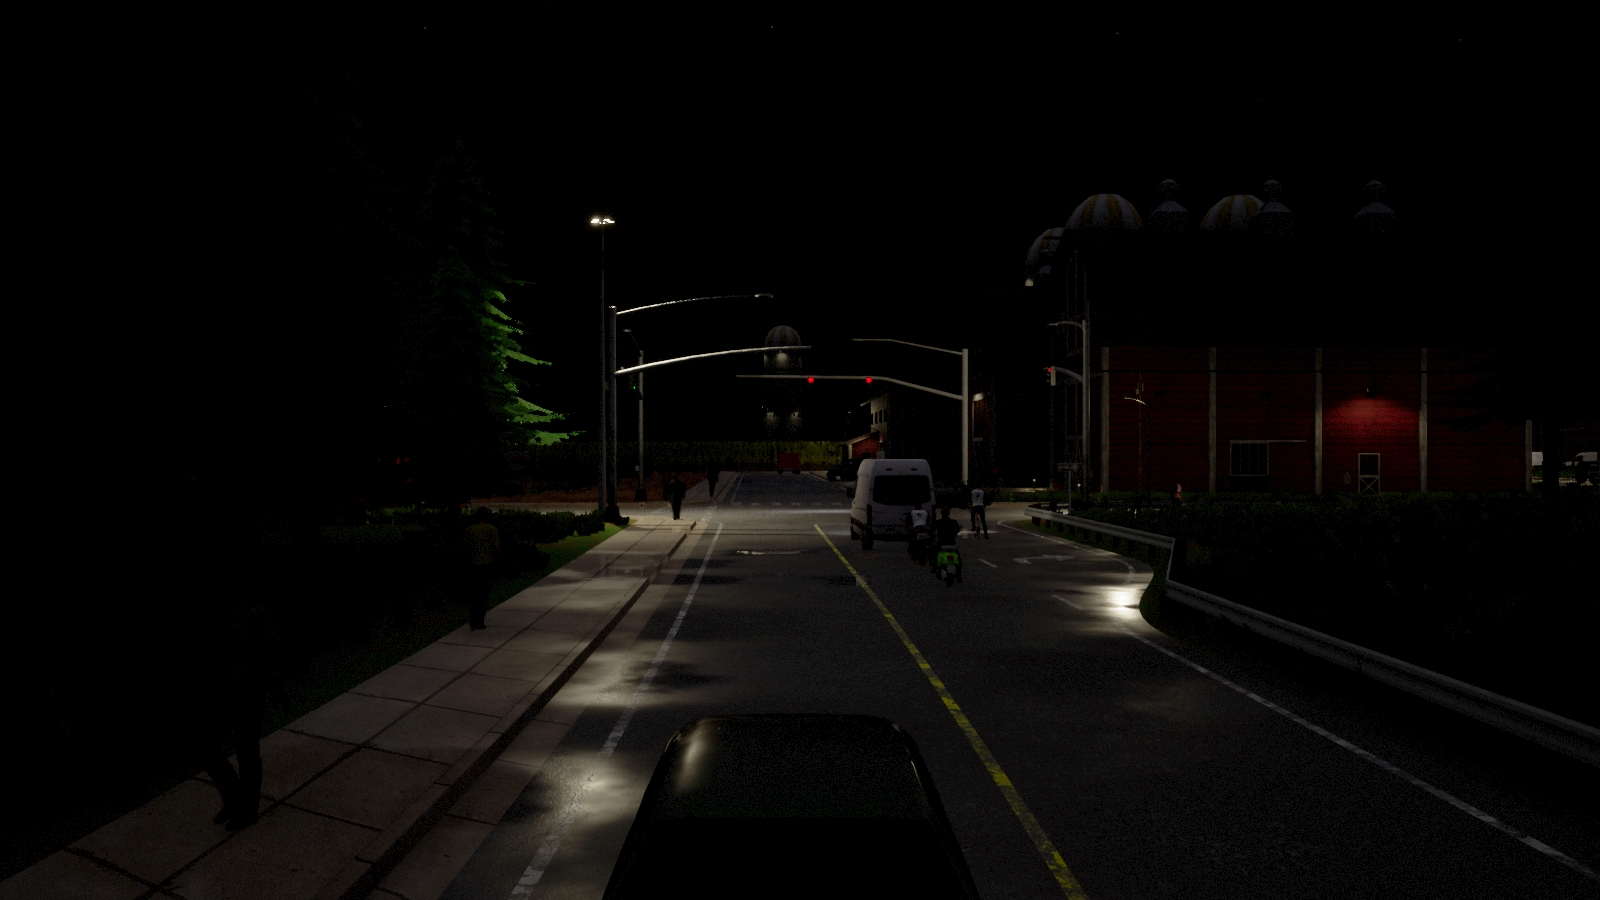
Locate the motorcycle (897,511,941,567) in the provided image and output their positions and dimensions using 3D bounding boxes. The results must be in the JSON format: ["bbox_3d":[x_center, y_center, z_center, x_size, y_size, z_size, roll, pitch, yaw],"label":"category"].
[{"bbox_3d":[2.898,2.159,27.998,0.803,1.199,2.033,0,0,-2],"label":"motorcycle"}]

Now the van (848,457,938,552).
[{"bbox_3d":[2.659,1.508,34.092,1.988,2.561,5.915,0,0,-2],"label":"van"}]

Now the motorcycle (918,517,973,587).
[{"bbox_3d":[3.041,2.115,24.012,0.856,1.316,1.805,0,0,-2],"label":"motorcycle"}]

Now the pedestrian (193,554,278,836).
[{"bbox_3d":[-3.911,1.669,7.926,0.375,1.860,0.375,0,0,15],"label":"pedestrian"}]

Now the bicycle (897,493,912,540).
[{"bbox_3d":[3.290,2.079,36.037,0.373,1.396,1.643,0,0,3],"label":"bicycle"}]

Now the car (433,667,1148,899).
[{"bbox_3d":[-0.032,1.973,4.130,1.851,1.617,3.988,0,0,0],"label":"car"}]

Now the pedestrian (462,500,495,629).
[{"bbox_3d":[-4.707,1.670,16.747,0.375,1.860,0.375,0,0,1],"label":"pedestrian"}]

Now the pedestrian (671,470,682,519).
[{"bbox_3d":[-4.649,1.671,43.067,0.375,1.860,0.375,0,0,2],"label":"pedestrian"}]
